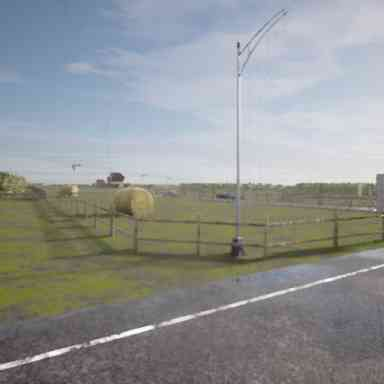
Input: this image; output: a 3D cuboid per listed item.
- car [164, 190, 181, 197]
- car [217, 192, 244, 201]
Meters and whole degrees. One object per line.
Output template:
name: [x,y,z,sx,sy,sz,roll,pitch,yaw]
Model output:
car: [-4.007,0.323,67.121,1.812,1.442,4.674,1,1,-33]
car: [6.045,0.742,52.379,1.895,1.301,4.718,1,1,-35]
